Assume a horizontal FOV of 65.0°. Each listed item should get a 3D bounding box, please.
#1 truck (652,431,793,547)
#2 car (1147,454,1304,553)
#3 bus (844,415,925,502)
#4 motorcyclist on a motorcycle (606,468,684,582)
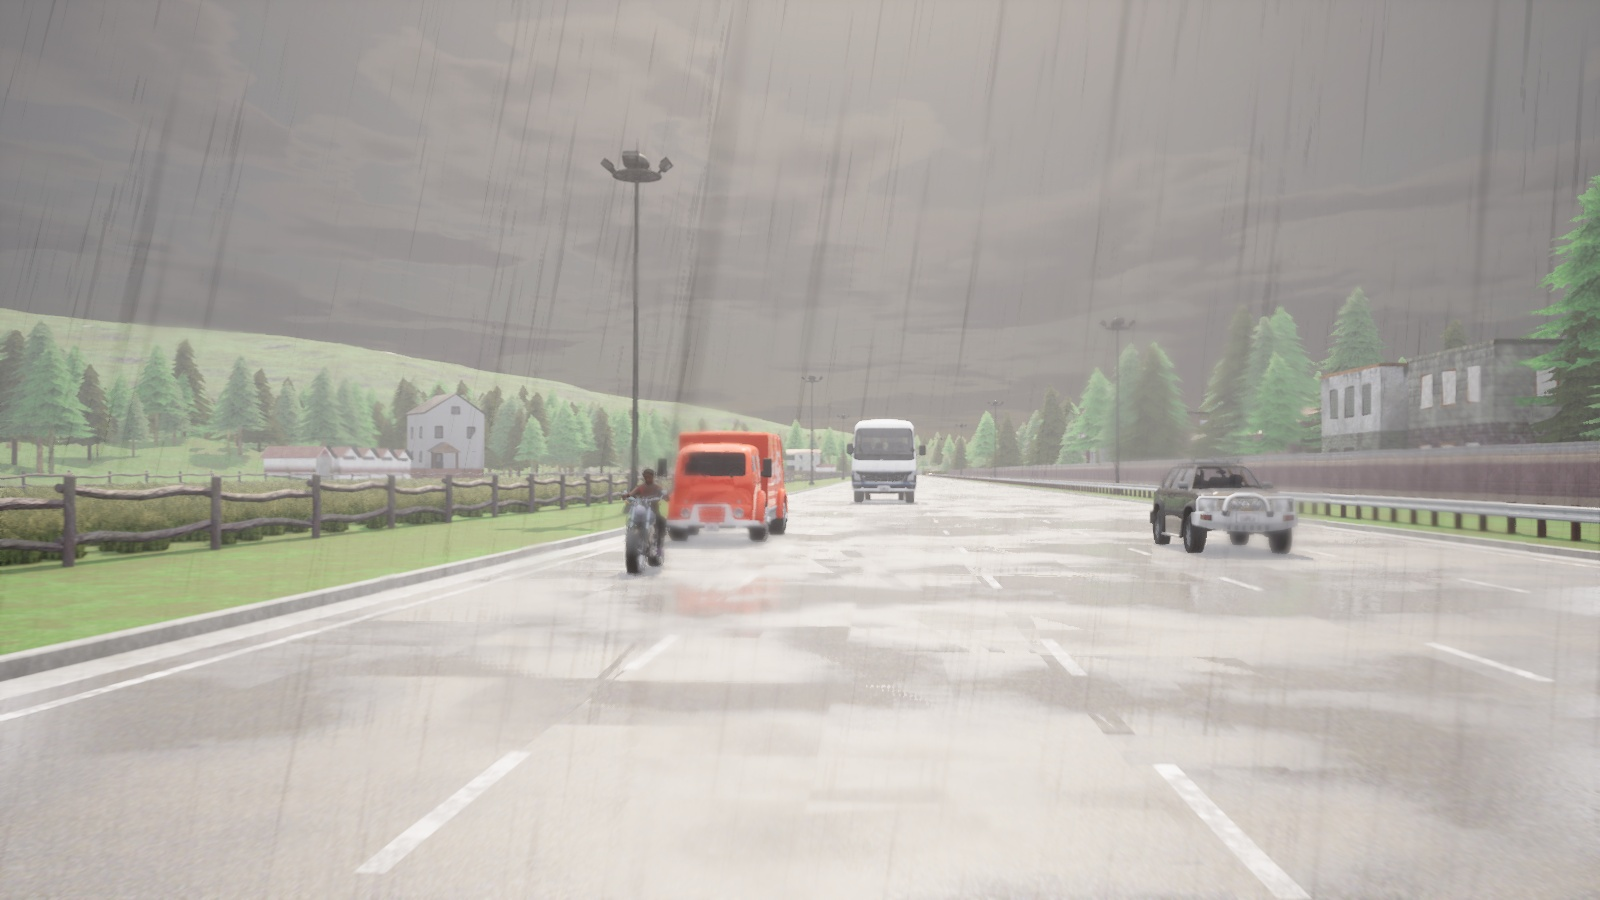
[{"bbox_3d":[-1.677,0.826,29.433,2.627,2.467,5.204,0,0,4],"label":"truck"},{"bbox_3d":[8.588,1.045,25.789,1.932,1.855,4.605,0,-1,4],"label":"car"},{"bbox_3d":[4.524,0.581,66.926,3.944,4.253,10.273,0,-2,4],"label":"bus"},{"bbox_3d":[-2.384,1.115,19.590,0.766,1.649,2.350,0,-1,4],"label":"motorcyclist on a motorcycle"}]
